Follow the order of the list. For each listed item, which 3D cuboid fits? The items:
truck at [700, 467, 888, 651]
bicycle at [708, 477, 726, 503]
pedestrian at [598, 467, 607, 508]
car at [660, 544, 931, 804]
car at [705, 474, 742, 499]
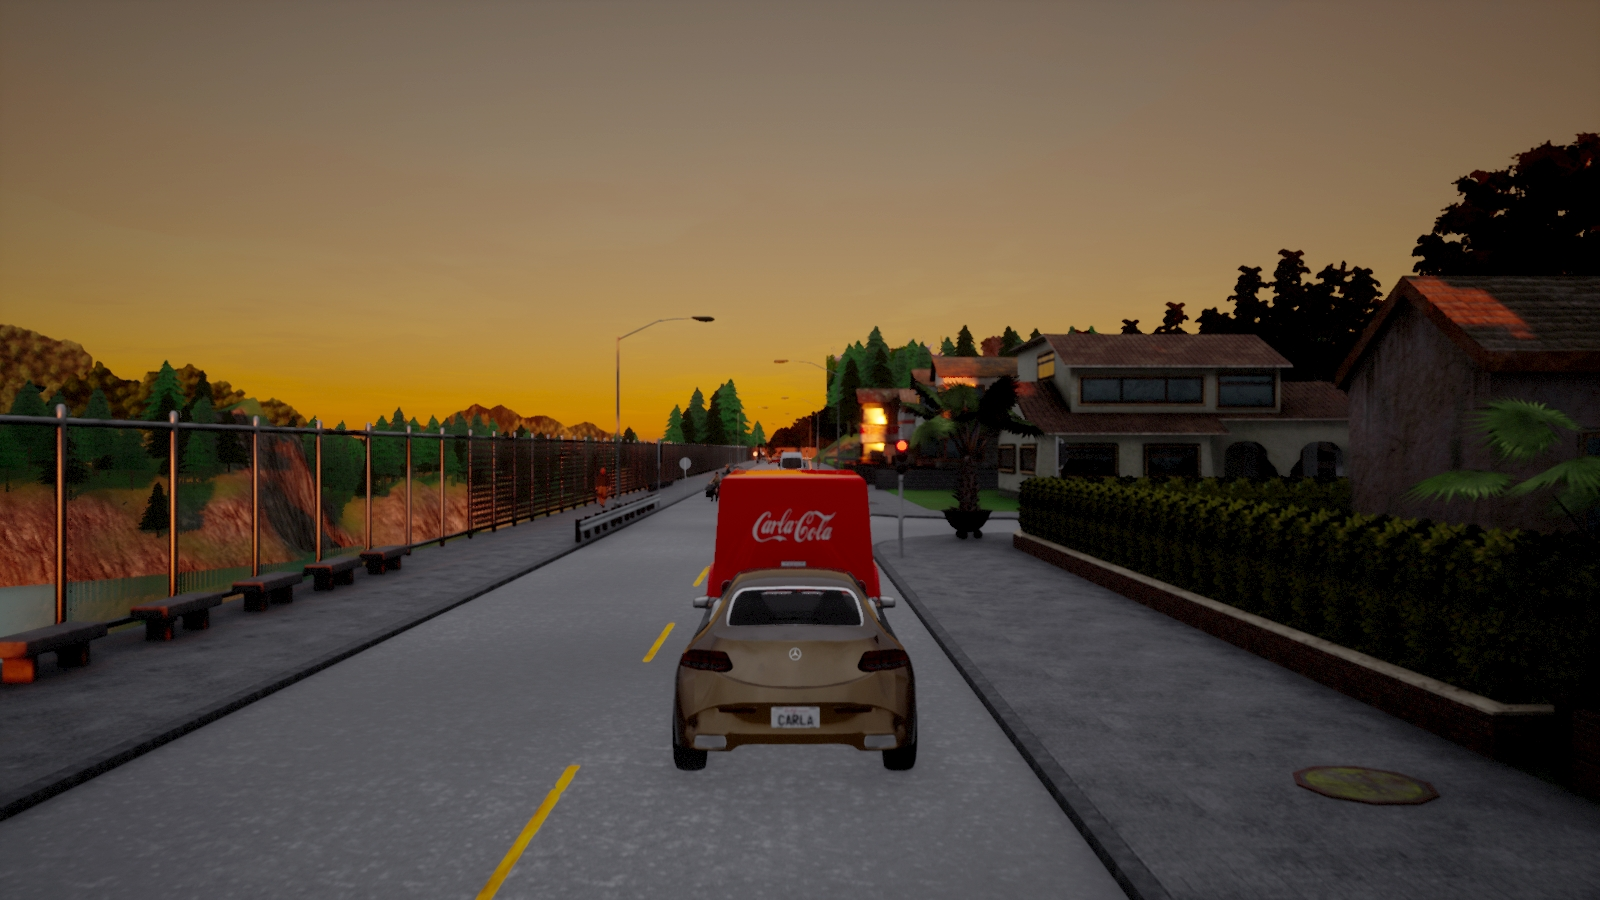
[{"bbox_3d":[-0.103,1.555,18.519,2.627,2.467,5.204,0,0,0],"label":"truck"},{"bbox_3d":[-4.408,2.115,60.609,0.859,1.276,1.487,0,0,0],"label":"bicycle"},{"bbox_3d":[-8.950,1.708,51.764,0.375,1.860,0.375,0,0,-2],"label":"pedestrian"},{"bbox_3d":[-0.055,1.983,11.598,2.152,1.651,5.027,0,0,0],"label":"car"},{"bbox_3d":[-4.460,2.108,66.904,1.895,1.301,4.718,0,0,0],"label":"car"}]
